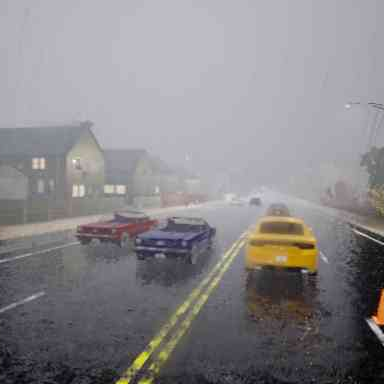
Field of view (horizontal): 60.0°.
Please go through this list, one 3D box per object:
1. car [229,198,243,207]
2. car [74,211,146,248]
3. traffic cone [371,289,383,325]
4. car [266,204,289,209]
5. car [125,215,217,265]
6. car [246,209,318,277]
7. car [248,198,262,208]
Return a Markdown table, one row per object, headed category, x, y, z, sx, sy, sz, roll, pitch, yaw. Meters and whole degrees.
| category | x | y | z | sx | sy | sz | roll | pitch | yaw |
| --- | --- | --- | --- | --- | --- | --- | --- | --- | --- |
| car | 7.390 | 1.719 | 55.680 | 1.895 | 1.301 | 4.718 | 1 | 0 | 15 |
| car | -3.079 | 1.527 | 14.614 | 1.895 | 1.301 | 4.718 | 1 | 0 | 14 |
| traffic cone | 3.455 | 2.035 | 5.968 | 0.340 | 0.580 | 0.340 | 1 | 0 | 14 |
| car | 7.442 | 1.706 | 28.841 | 2.033 | 1.411 | 5.357 | 1 | 0 | 14 |
| car | -0.405 | 1.590 | 11.941 | 1.895 | 1.301 | 4.718 | 1 | 0 | 14 |
| car | 2.858 | 1.542 | 10.766 | 1.882 | 1.535 | 5.008 | 1 | 0 | 14 |
| car | 10.338 | 1.693 | 54.099 | 1.837 | 1.490 | 4.892 | 1 | 0 | 15 |
